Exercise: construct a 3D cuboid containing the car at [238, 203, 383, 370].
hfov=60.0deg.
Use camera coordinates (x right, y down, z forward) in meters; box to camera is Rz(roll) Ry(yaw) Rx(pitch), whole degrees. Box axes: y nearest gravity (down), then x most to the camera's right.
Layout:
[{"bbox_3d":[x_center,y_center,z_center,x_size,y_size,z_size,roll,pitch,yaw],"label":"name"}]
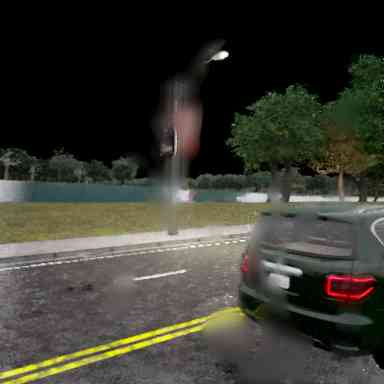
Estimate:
[{"bbox_3d":[3.293,1.208,5.754,5.566,2.045,2.150,0,0,-35],"label":"car"}]
